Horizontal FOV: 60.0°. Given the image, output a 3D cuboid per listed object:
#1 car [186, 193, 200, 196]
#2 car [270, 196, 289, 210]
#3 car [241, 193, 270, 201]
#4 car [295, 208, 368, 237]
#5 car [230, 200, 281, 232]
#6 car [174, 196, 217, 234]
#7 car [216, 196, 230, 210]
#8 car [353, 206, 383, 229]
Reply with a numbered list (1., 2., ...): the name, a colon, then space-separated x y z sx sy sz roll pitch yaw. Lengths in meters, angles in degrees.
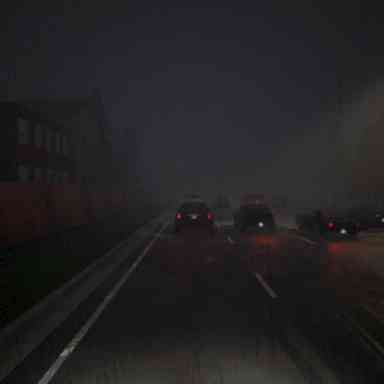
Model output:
1. car: 0.096 1.136 40.217 2.150 2.045 5.566 0 0 0
2. car: 10.604 1.260 41.831 2.097 1.767 4.553 0 0 0
3. car: 7.086 1.139 38.778 2.150 2.045 5.566 0 0 0
4. car: 7.110 1.561 17.842 1.895 1.301 4.718 0 0 0
5. car: 3.612 1.460 19.809 1.837 1.490 4.892 0 0 0
6. car: 0.112 1.310 19.197 2.097 1.767 4.553 0 0 0
7. car: 3.601 1.261 41.373 2.097 1.767 4.553 0 0 0
8. car: 10.612 1.518 20.384 1.994 1.385 4.181 0 0 0
